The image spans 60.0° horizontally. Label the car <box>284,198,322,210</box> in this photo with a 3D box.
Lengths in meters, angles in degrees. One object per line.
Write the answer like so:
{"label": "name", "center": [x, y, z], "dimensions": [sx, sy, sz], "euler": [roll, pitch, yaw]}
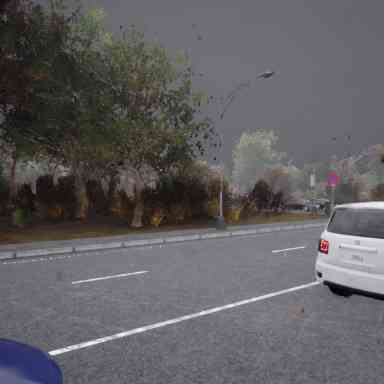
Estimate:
{"label": "car", "center": [12.565, 1.492, 38.767], "dimensions": [2.128, 1.511, 4.902], "euler": [0, 0, -33]}

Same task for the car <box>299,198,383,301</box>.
{"label": "car", "center": [5.071, 1.221, 7.369], "dimensions": [5.566, 2.045, 2.150], "euler": [0, 0, -35]}

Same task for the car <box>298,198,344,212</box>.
{"label": "car", "center": [15.595, 1.491, 40.550], "dimensions": [2.128, 1.511, 4.902], "euler": [0, 0, -32]}

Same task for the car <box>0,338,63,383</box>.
{"label": "car", "center": [-3.051, 1.526, 1.567], "dimensions": [4.674, 1.442, 1.812], "euler": [0, 0, -36]}

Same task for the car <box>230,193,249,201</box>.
{"label": "car", "center": [6.973, 1.211, 47.647], "dimensions": [2.150, 2.045, 5.566], "euler": [0, 0, -32]}
